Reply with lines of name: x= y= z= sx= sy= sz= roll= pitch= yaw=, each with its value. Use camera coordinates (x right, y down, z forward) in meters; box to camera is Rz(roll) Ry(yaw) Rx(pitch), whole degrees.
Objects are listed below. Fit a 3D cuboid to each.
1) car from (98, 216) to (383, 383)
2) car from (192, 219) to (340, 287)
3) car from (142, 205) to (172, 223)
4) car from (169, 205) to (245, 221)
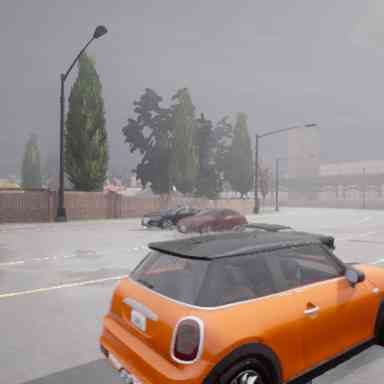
car: x=1.137 y=1.360 z=4.747 sx=4.553 sy=1.767 sz=2.097 roll=0 pitch=0 yaw=-37
car: x=2.423 y=1.638 z=10.153 sx=4.718 sy=1.301 sz=1.895 roll=1 pitch=0 yaw=-39
car: x=-0.964 y=1.588 z=21.403 sx=4.902 sy=1.511 sz=2.128 roll=1 pitch=-1 yaw=-43
car: x=1.270 y=1.623 z=18.707 sx=4.674 sy=1.442 sz=1.812 roll=1 pitch=-1 yaw=-43
